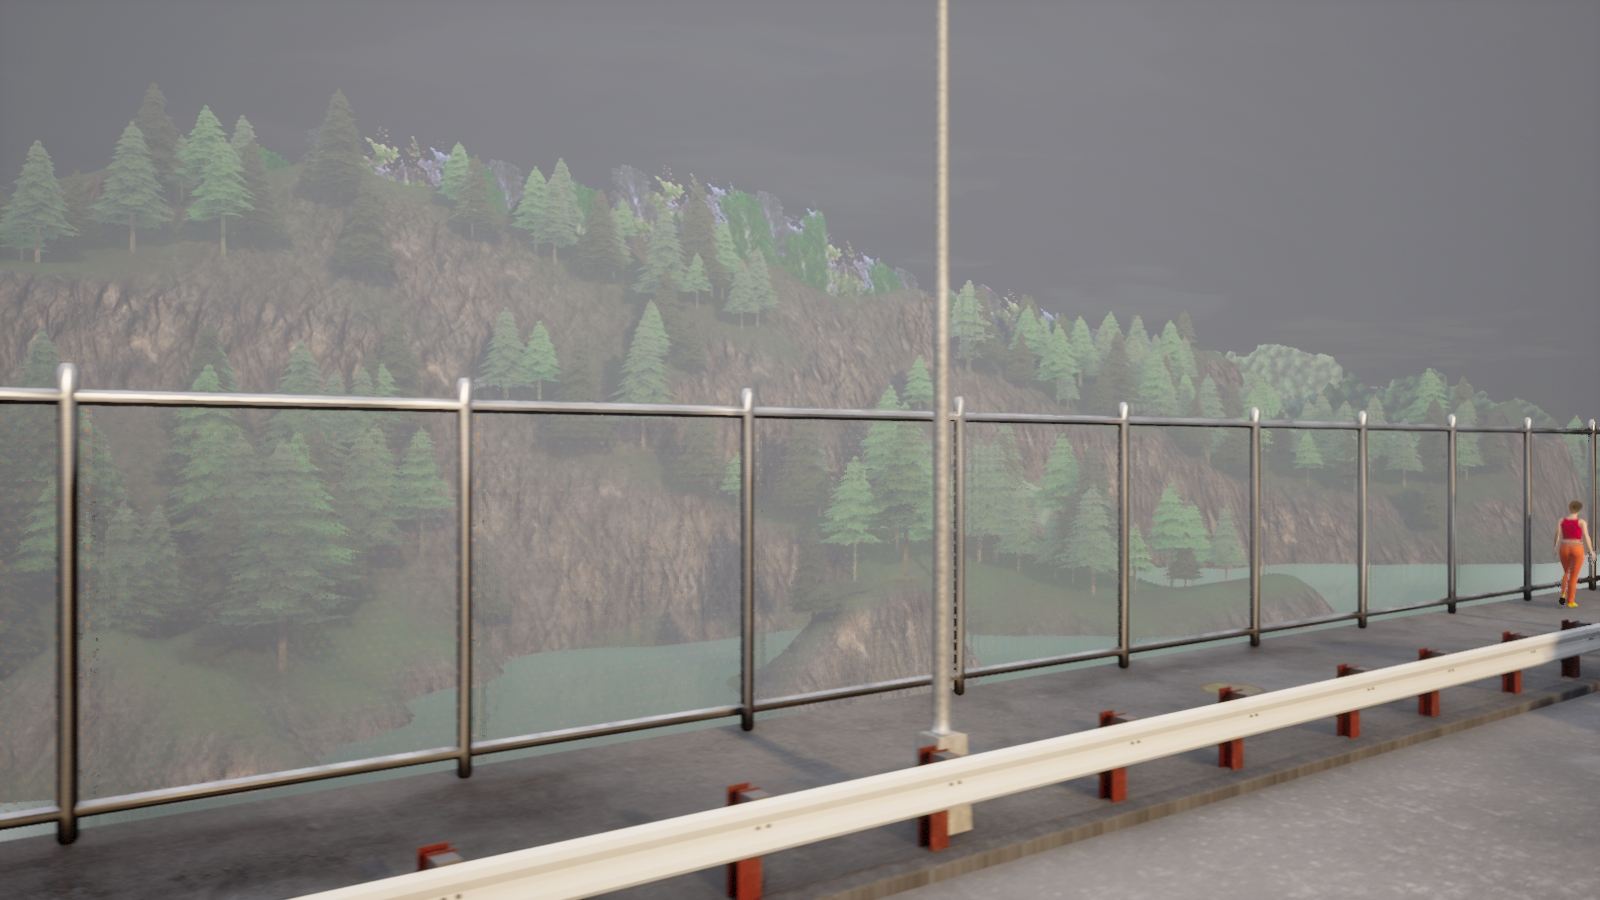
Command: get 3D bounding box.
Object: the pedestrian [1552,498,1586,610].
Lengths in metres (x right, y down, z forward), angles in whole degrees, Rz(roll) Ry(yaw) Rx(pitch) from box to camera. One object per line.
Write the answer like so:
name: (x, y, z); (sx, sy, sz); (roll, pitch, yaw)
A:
pedestrian: (13.086, 1.754, 19.434); (0.375, 1.860, 0.375); (0, 0, -36)
